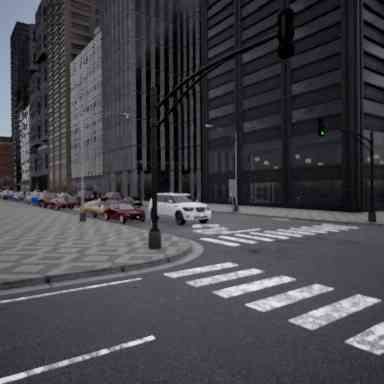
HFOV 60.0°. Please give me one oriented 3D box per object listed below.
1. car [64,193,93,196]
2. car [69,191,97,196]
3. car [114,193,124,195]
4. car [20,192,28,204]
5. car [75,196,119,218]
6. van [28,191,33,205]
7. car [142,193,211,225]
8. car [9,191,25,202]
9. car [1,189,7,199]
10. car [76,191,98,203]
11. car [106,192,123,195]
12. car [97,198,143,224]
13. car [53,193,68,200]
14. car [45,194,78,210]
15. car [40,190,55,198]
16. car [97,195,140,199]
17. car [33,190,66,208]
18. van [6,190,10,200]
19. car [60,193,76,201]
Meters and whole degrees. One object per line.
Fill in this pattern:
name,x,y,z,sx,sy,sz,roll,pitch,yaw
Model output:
car,-14.539,1.233,42.008,1.994,1.385,4.181,-1,1,-36
car,-15.665,0.798,48.886,2.150,2.045,5.566,-1,1,-38
car,-7.935,1.199,42.717,1.947,1.339,4.313,0,1,-36
car,-24.744,1.124,51.377,2.008,1.369,4.403,0,1,-36
car,-8.136,1.352,28.470,1.752,1.417,4.829,0,1,-36
van,-21.441,0.968,46.822,1.690,1.788,3.998,0,1,-36
car,-1.024,1.085,23.339,2.150,2.045,5.566,-1,1,-36
car,-31.346,0.901,60.483,1.967,1.590,4.097,0,1,-36
car,-37.949,0.662,69.589,2.192,1.841,5.009,0,1,-36
car,-17.838,0.792,56.376,2.192,1.841,5.009,0,1,-36
car,-11.236,0.898,47.269,2.192,1.841,5.009,0,1,-36
car,-4.933,1.416,24.054,1.887,1.381,4.507,0,1,-36
car,-27.744,0.852,70.038,1.887,1.381,4.507,0,1,-36
car,-14.838,1.274,37.715,1.887,1.381,4.507,0,1,-36
car,-34.345,0.507,79.143,2.192,1.841,5.009,0,1,-36
car,-7.233,1.324,31.917,2.033,1.411,5.357,-1,1,-35
car,-18.139,0.994,42.267,2.192,1.841,5.009,0,1,-36
van,-34.647,0.745,65.036,1.690,1.788,3.998,0,1,-36
car,-24.442,0.947,65.485,1.802,1.307,4.206,0,1,-36
